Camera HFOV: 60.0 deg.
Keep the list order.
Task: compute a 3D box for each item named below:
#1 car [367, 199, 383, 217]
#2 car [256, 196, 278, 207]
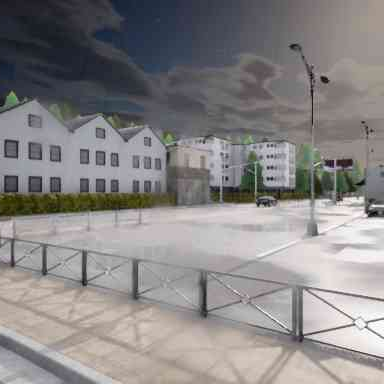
[{"bbox_3d":[15.421,1.297,26.811,2.007,1.523,4.514,0,0,35],"label":"car"},{"bbox_3d":[10.673,1.309,47.132,1.837,1.490,4.892,0,0,32],"label":"car"}]
